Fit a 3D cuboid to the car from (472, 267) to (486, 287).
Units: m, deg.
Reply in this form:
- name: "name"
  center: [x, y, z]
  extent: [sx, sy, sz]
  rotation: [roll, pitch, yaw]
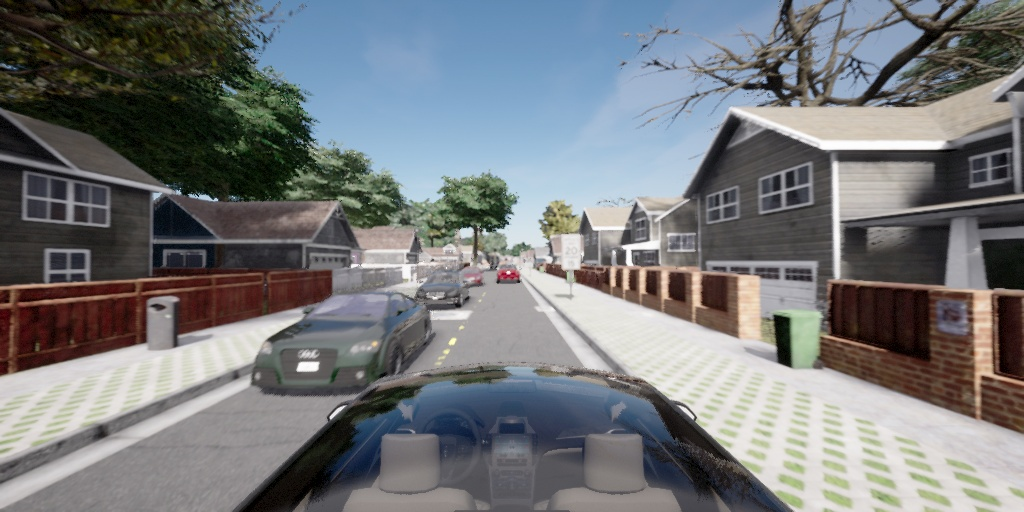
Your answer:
- name: "car"
  center: [-3.198, 1.617, 28.516]
  extent: [1.812, 1.442, 4.674]
  rotation: [0, -1, -1]

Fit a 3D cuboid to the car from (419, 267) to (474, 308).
- name: "car"
  center: [-3.030, 1.443, 16.506]
  extent: [1.837, 1.490, 4.892]
  rotation: [0, -1, -1]

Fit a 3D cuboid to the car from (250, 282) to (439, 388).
- name: "car"
  center: [-2.894, 1.390, 7.023]
  extent: [1.994, 1.385, 4.181]
  rotation: [0, -1, -1]

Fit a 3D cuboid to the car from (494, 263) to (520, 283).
- name: "car"
  center: [-0.332, 1.491, 33.217]
  extent: [2.097, 1.767, 4.553]
  rotation: [0, -1, -1]
